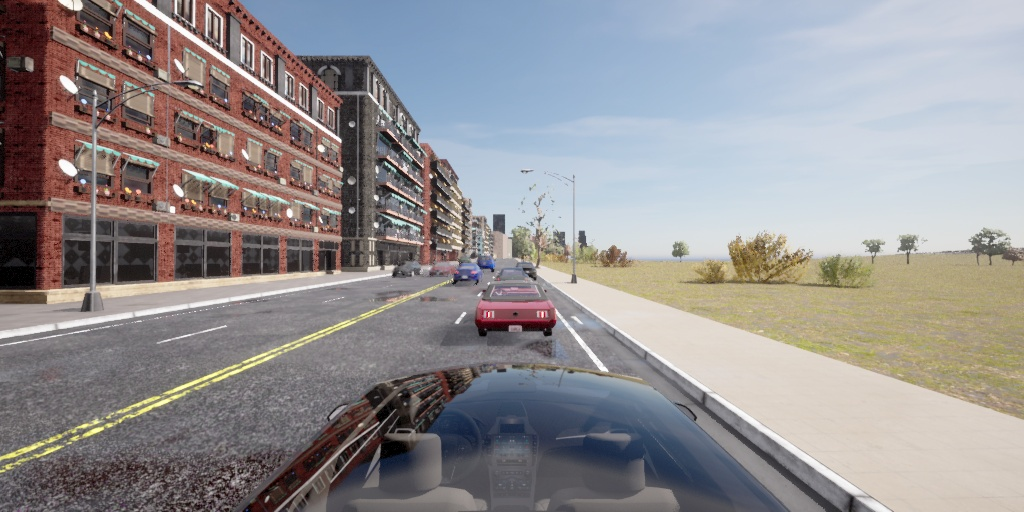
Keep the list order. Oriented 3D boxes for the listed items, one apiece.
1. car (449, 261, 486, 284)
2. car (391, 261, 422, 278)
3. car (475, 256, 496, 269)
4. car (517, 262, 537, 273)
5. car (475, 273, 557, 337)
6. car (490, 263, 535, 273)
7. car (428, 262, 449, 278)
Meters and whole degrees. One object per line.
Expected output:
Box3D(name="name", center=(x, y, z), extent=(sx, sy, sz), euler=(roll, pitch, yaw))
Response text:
Box3D(name="car", center=(-3.219, 1.279, 26.705), extent=(1.812, 1.442, 4.674), euler=(0, 0, 0))
Box3D(name="car", center=(-9.941, 1.258, 34.196), extent=(1.837, 1.490, 4.892), euler=(0, 0, 0))
Box3D(name="car", center=(-3.269, 0.976, 45.186), extent=(2.150, 2.045, 5.566), euler=(0, 0, 0))
Box3D(name="car", center=(1.059, 1.259, 30.335), extent=(1.837, 1.490, 4.892), euler=(0, 0, 0))
Box3D(name="car", center=(0.077, 1.352, 10.311), extent=(1.895, 1.301, 4.718), euler=(0, 0, 0))
Box3D(name="car", center=(0.040, 1.317, 20.341), extent=(1.994, 1.385, 4.181), euler=(0, 0, 0))
Box3D(name="car", center=(-6.692, 1.279, 34.683), extent=(1.812, 1.442, 4.674), euler=(0, 0, 0))
